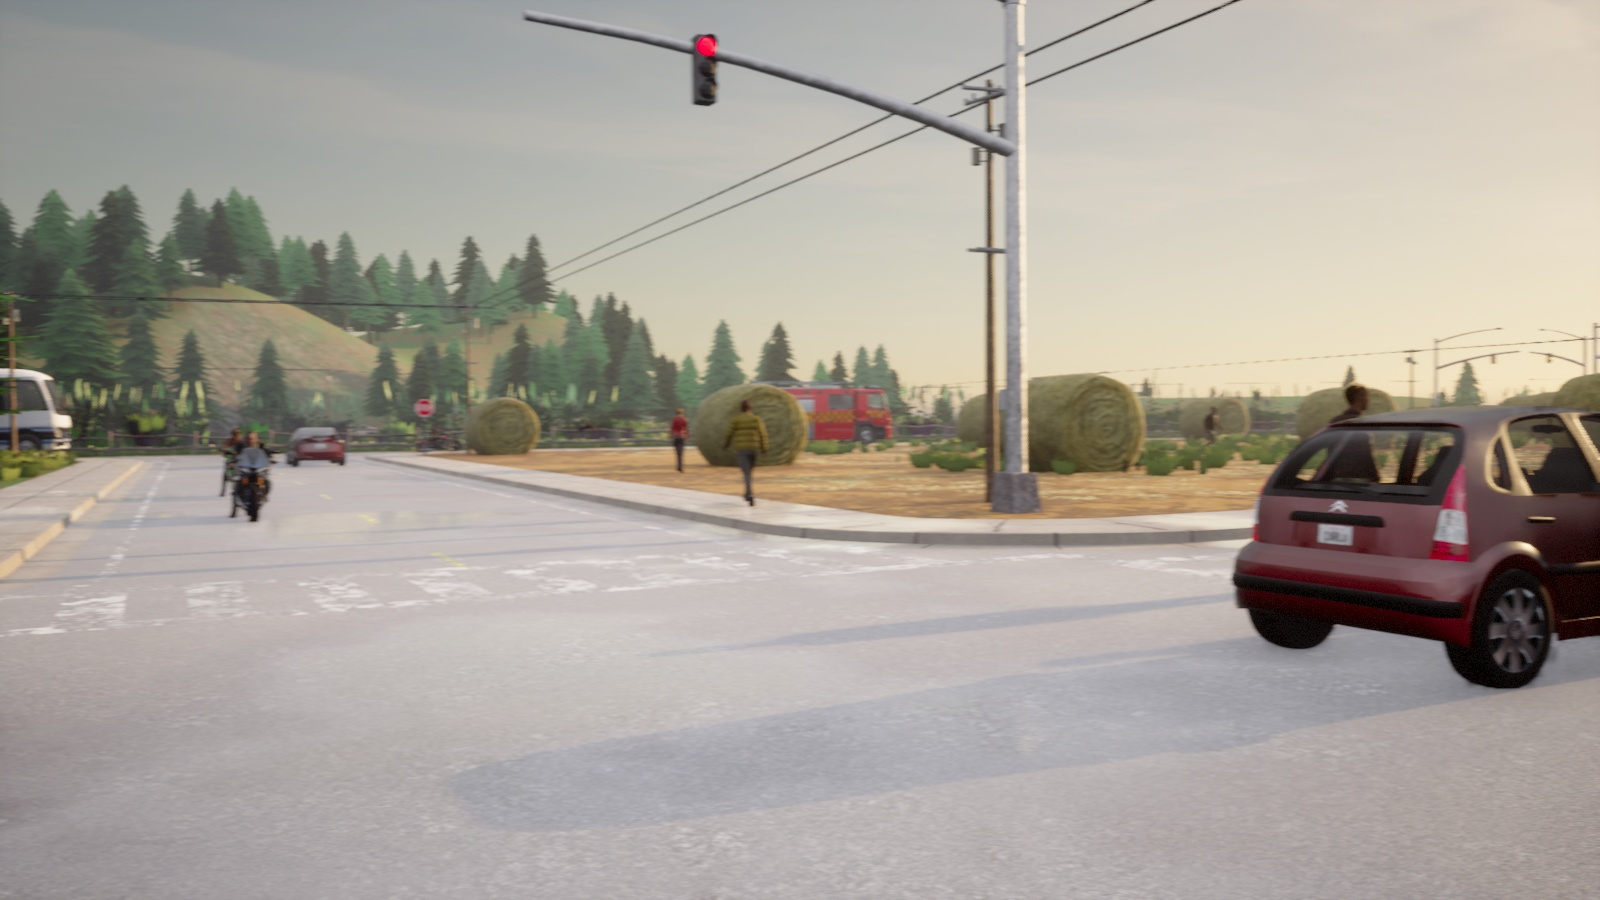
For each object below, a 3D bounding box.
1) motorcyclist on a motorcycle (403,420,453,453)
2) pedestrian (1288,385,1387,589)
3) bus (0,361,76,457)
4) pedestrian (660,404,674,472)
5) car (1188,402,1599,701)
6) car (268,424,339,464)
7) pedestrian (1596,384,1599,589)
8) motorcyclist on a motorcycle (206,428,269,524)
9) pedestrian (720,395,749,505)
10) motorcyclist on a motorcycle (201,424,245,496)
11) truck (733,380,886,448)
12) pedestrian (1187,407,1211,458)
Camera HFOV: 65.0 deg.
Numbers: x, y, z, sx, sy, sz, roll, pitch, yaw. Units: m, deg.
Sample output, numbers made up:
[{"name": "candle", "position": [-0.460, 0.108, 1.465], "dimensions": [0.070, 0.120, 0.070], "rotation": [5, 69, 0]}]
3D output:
[{"name": "motorcyclist on a motorcycle", "position": [-19.103, -0.714, 64.492], "dimensions": [2.350, 1.649, 0.766], "rotation": [-1, 2, -37]}, {"name": "pedestrian", "position": [4.963, 0.330, 11.614], "dimensions": [0.703, 1.840, 0.431], "rotation": [0, 1, -7]}, {"name": "bus", "position": [-38.711, -1.814, 56.418], "dimensions": [10.273, 4.253, 3.944], "rotation": [-1, 2, -24]}, {"name": "pedestrian", "position": [-3.635, -0.327, 34.391], "dimensions": [0.331, 1.846, 0.636], "rotation": [0, 1, -9]}, {"name": "car", "position": [4.803, 0.502, 8.523], "dimensions": [3.988, 1.617, 1.851], "rotation": [-1, 2, -28]}, {"name": "car", "position": [-19.462, -0.270, 49.074], "dimensions": [2.163, 1.488, 4.792], "rotation": [-1, 1, -26]}, {"name": "pedestrian", "position": [7.491, 0.336, 11.125], "dimensions": [0.331, 1.846, 0.636], "rotation": [-1, 2, -31]}, {"name": "motorcyclist on a motorcycle", "position": [-9.571, 0.392, 21.325], "dimensions": [0.866, 1.530, 2.191], "rotation": [-1, 1, -26]}, {"name": "pedestrian", "position": [-1.111, -0.014, 21.343], "dimensions": [0.370, 1.835, 0.726], "rotation": [0, 1, -13]}, {"name": "motorcyclist on a motorcycle", "position": [-12.777, 0.195, 27.772], "dimensions": [0.797, 1.523, 2.044], "rotation": [-1, 1, -26]}, {"name": "truck", "position": [0.583, -2.081, 73.622], "dimensions": [8.468, 3.827, 2.891], "rotation": [-1, 1, -24]}, {"name": "pedestrian", "position": [14.426, -0.626, 45.373], "dimensions": [0.431, 1.840, 0.703], "rotation": [-1, 2, -39]}]
